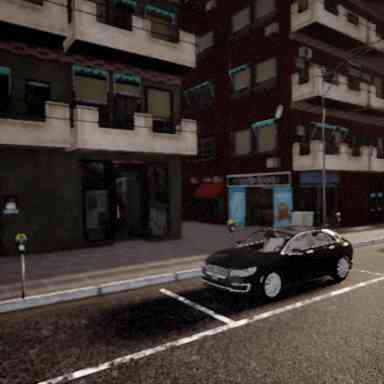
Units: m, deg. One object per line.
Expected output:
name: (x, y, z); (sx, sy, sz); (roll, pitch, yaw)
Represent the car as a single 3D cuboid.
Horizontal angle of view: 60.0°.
car: (2.254, 1.539, 8.185); (4.403, 1.369, 2.008); (0, -1, -35)
